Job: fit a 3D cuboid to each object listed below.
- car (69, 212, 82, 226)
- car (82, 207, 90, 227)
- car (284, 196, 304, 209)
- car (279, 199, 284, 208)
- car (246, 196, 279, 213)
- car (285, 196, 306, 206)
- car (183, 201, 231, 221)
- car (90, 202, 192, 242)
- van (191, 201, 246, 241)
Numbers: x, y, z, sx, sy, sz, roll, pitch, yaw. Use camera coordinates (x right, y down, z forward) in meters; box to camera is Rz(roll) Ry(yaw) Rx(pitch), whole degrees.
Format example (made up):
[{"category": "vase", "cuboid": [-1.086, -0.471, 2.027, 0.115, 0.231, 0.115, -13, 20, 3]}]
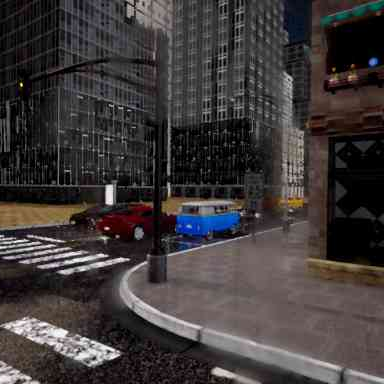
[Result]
[{"category": "car", "cuboid": [-5.877, 1.466, 21.833, 1.947, 1.339, 4.313, 1, 1, 36]}, {"category": "car", "cuboid": [-3.940, 1.466, 20.084, 1.812, 1.442, 4.674, 1, 1, 37]}, {"category": "car", "cuboid": [13.029, 1.368, 43.762, 1.882, 1.535, 5.008, 1, 1, 36]}, {"category": "car", "cuboid": [10.201, 1.293, 44.342, 1.967, 1.590, 4.097, 1, 1, 36]}, {"category": "car", "cuboid": [7.165, 1.258, 35.616, 2.097, 1.767, 4.553, 1, 1, 36]}, {"category": "car", "cuboid": [16.534, 1.363, 53.210, 1.752, 1.417, 4.829, 1, 1, 36]}, {"category": "car", "cuboid": [1.334, 1.487, 27.483, 1.994, 1.385, 4.181, 1, 1, 35]}, {"category": "car", "cuboid": [-2.348, 1.469, 16.811, 1.882, 1.535, 5.008, 1, 1, 36]}, {"category": "van", "cuboid": [0.945, 1.368, 16.960, 1.690, 1.788, 3.998, 1, 1, 36]}]
